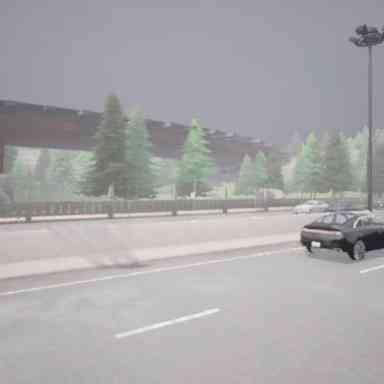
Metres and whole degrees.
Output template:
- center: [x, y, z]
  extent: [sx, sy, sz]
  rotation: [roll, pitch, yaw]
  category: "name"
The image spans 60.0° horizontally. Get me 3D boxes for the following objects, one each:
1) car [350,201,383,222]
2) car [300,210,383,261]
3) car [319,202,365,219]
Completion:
- center: [15.408, 1.582, 27.803]
  extent: [4.892, 1.490, 1.837]
  rotation: [0, 0, -35]
  category: "car"
- center: [6.073, 1.524, 12.383]
  extent: [4.902, 1.511, 2.128]
  rotation: [0, 0, -35]
  category: "car"
- center: [14.054, 1.644, 31.113]
  extent: [4.181, 1.385, 1.994]
  rotation: [0, 0, -35]
  category: "car"
